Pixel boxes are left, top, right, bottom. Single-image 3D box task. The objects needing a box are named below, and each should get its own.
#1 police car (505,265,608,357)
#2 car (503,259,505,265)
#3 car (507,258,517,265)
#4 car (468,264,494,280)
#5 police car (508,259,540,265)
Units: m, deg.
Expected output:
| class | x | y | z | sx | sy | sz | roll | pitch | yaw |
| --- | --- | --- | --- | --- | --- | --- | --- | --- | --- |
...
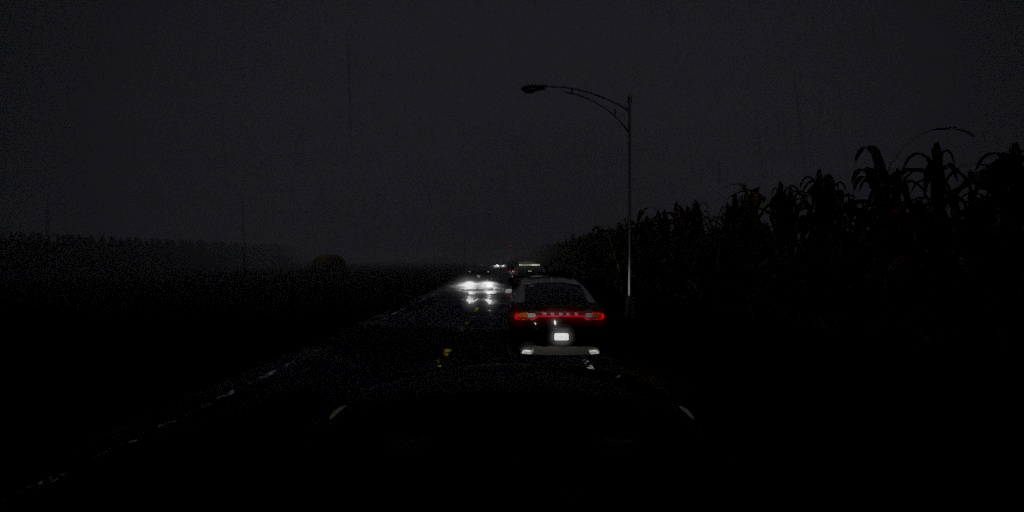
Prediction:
| class | x | y | z | sx | sy | sz | roll | pitch | yaw |
| --- | --- | --- | --- | --- | --- | --- | --- | --- | --- |
| police car | 0.858 | 1.173 | 8.709 | 1.930 | 1.638 | 5.238 | 0 | 0 | 0 |
| car | 0.275 | 1.179 | 51.222 | 2.128 | 1.511 | 4.902 | 0 | 0 | 1 |
| car | 0.926 | 1.084 | 24.568 | 2.097 | 1.767 | 4.553 | 0 | 0 | 0 |
| car | -2.625 | 1.326 | 30.687 | 1.895 | 1.301 | 4.718 | 0 | 0 | 0 |
| police car | 0.901 | 1.166 | 18.709 | 1.930 | 1.638 | 5.238 | 0 | 0 | 0 |
